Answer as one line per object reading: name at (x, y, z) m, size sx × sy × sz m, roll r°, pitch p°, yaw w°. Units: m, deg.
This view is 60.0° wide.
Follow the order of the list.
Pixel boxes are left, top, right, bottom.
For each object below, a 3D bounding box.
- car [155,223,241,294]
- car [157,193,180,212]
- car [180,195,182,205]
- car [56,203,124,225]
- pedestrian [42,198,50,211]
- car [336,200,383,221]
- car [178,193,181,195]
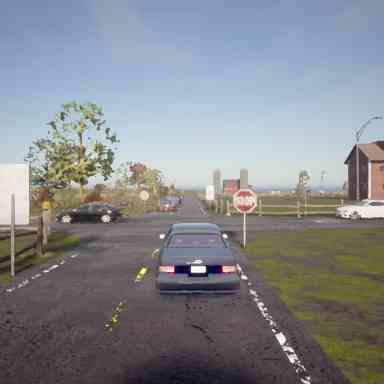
car at (0.067, 1.546, 8.955) m, size 2.033 × 1.411 × 5.357 m, roll 0°, pitch 0°, yaw -1°
car at (-2.881, 1.349, 38.797) m, size 2.097 × 1.767 × 4.553 m, roll 0°, pitch 0°, yaw 0°
car at (-2.882, 1.522, 48.847) m, size 1.812 × 1.442 × 4.674 m, roll 0°, pitch 0°, yaw 1°
car at (-7.521, 1.575, 24.689) m, size 4.892 × 1.490 × 1.837 m, roll -1°, pitch 0°, yaw 0°
pedestrian at (-12.183, 1.412, 27.744) m, size 0.375 × 1.860 × 0.375 m, roll 0°, pitch 1°, yaw 0°
car at (13.067, 1.304, 24.517) m, size 4.674 × 1.442 × 1.812 m, roll -1°, pitch 0°, yaw -1°
car at (-2.880, 1.217, 59.147) m, size 2.150 × 2.045 × 5.566 m, roll 0°, pitch 0°, yaw 0°
